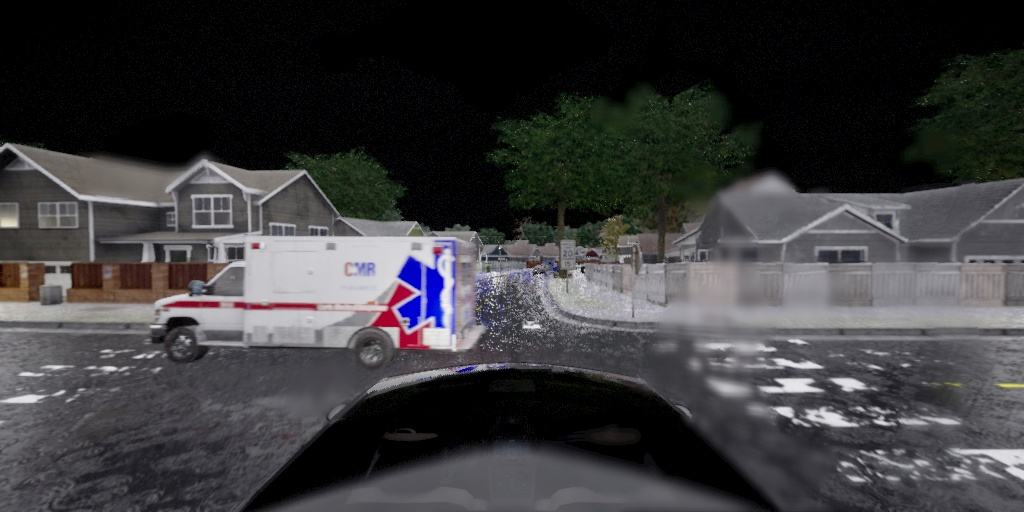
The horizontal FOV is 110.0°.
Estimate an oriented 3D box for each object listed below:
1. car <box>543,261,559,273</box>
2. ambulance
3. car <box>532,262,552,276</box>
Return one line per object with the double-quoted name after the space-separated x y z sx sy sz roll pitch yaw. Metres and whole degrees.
6.346 1.816 59.607 2.150 2.045 5.566 0 -1 16 "car"
-3.827 0.867 7.618 6.366 2.431 2.351 0 -1 3 "ambulance"
3.998 1.964 49.517 1.837 1.490 4.892 0 -1 13 "car"
